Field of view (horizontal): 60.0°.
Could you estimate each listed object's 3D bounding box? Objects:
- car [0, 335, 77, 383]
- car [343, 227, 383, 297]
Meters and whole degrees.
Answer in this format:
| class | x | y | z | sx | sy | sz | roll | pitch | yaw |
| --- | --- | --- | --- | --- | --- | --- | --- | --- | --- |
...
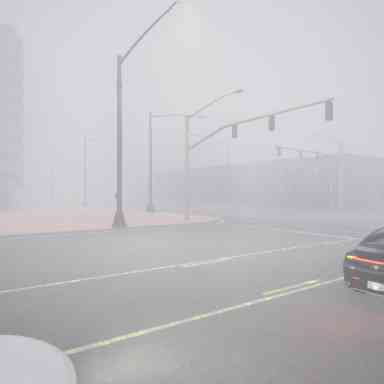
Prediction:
| class | x | y | z | sx | sy | sz | roll | pitch | yaw |
| --- | --- | --- | --- | --- | --- | --- | --- | --- | --- |
| car | -2.972 | 1.526 | 1.634 | 4.674 | 1.442 | 1.812 | 0 | 0 | -35 |
| car | 5.399 | 1.505 | 7.590 | 4.892 | 1.490 | 1.837 | 0 | 0 | -35 |
